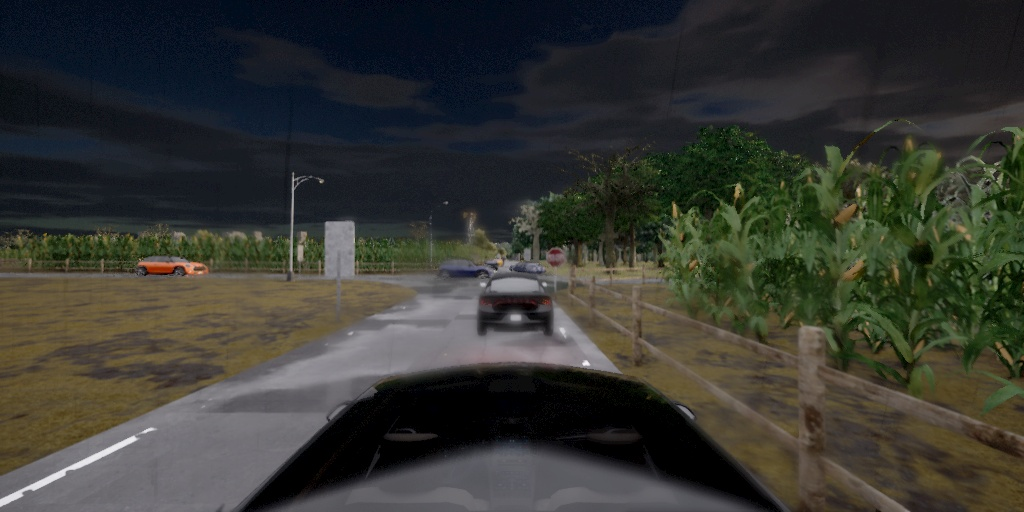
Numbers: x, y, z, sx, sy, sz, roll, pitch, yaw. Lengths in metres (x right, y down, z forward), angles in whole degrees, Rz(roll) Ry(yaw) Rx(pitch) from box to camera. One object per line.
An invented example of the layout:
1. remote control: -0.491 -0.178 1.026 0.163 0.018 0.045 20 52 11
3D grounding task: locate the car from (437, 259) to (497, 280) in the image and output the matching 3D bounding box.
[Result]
1. car: -3.763 1.077 29.526 4.553 1.767 2.097 1 0 0

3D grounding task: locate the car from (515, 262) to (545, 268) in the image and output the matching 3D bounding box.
1. car: 1.645 1.316 39.090 2.033 1.411 5.357 1 0 -28

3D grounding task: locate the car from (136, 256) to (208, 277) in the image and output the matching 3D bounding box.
1. car: -27.905 0.799 29.571 4.553 1.767 2.097 0 -1 0

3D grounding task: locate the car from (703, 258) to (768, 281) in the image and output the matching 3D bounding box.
1. car: 18.605 1.229 29.636 5.566 2.045 2.150 1 -1 1

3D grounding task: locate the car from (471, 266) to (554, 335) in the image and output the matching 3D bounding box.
1. car: 0.068 1.225 10.484 1.882 1.535 5.008 0 0 0

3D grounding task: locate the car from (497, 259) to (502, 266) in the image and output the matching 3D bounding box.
1. car: -2.841 1.293 50.375 2.033 1.411 5.357 0 0 1
